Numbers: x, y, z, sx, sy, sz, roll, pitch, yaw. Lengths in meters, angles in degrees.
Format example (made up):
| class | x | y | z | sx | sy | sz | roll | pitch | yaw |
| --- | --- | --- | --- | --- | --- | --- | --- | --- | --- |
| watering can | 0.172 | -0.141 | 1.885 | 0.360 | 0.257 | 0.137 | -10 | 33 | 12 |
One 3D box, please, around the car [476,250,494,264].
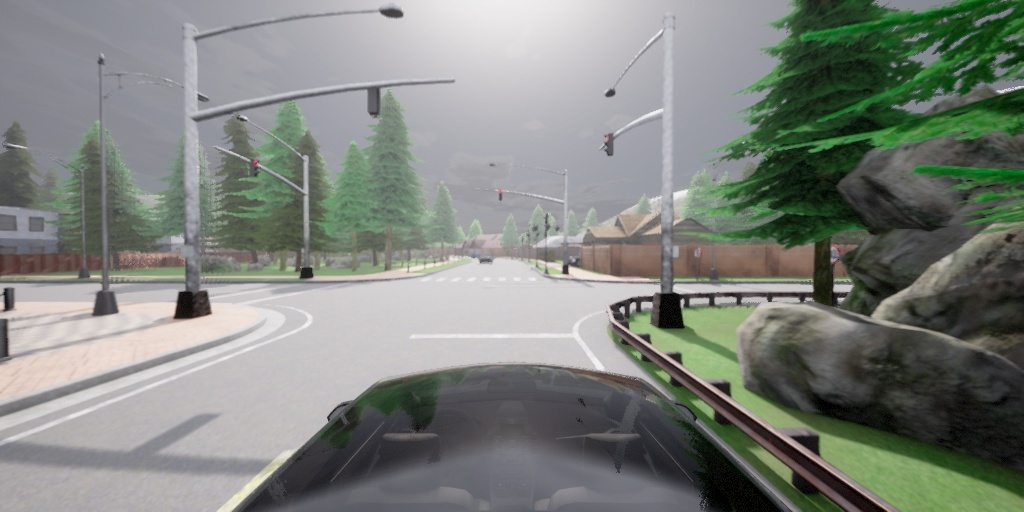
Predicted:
| class | x | y | z | sx | sy | sz | roll | pitch | yaw |
| --- | --- | --- | --- | --- | --- | --- | --- | --- | --- |
| car | -3.751 | 0.238 | 52.347 | 2.097 | 1.767 | 4.553 | 0 | 0 | -2 |
